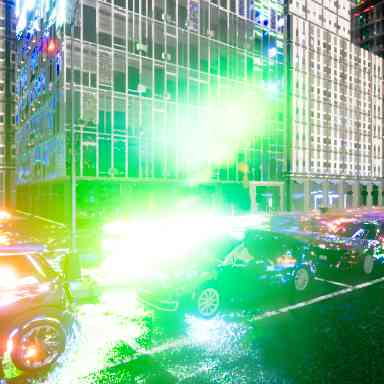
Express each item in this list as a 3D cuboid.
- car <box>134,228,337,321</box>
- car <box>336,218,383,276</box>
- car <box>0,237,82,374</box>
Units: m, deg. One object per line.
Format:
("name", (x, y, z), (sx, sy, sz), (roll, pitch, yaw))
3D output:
("car", (0.907, 1.551, 7.192), (4.403, 1.369, 2.008), (0, 0, -35))
("car", (5.419, 1.546, 10.393), (4.507, 1.381, 1.887), (0, 0, -35))
("car", (-3.604, 1.440, 3.991), (4.097, 1.590, 1.967), (0, 0, -35))
